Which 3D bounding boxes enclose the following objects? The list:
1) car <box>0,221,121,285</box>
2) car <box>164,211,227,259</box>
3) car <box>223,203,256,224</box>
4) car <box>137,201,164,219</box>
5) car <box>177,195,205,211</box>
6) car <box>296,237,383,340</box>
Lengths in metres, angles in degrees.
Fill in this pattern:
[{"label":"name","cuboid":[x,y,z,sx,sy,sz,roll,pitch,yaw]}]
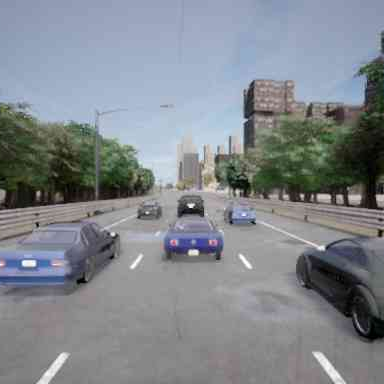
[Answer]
[{"label":"car","cuboid":[-3.442,1.550,9.517,2.033,1.411,5.357,0,0,0]},{"label":"car","cuboid":[0.047,1.603,12.599,1.895,1.301,4.718,0,0,0]},{"label":"car","cuboid":[3.434,1.554,24.610,2.033,1.411,5.357,0,0,0]},{"label":"car","cuboid":[-3.621,1.503,29.383,2.128,1.511,4.902,0,0,-1]},{"label":"car","cuboid":[-0.104,1.232,28.412,2.150,2.045,5.566,0,0,-1]},{"label":"car","cuboid":[3.551,1.564,6.553,1.994,1.385,4.181,0,0,0]}]
